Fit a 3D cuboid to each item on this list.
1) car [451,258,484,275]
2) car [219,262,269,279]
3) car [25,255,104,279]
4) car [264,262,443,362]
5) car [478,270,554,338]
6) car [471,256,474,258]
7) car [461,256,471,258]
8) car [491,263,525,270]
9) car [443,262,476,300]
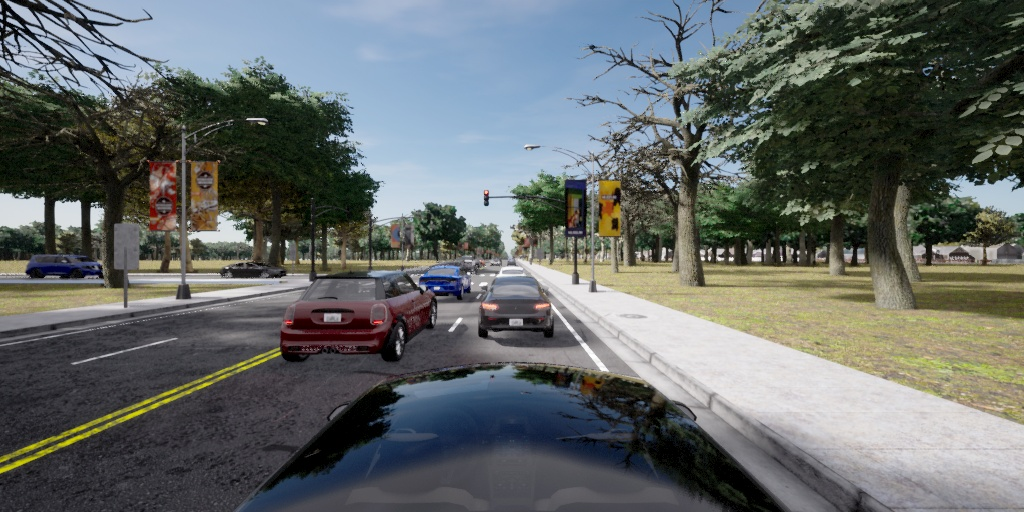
[{"bbox_3d":[-5.472,1.266,33.945,4.892,1.490,1.837,-1,2,-41],"label":"car"},{"bbox_3d":[-21.547,1.240,29.965,4.892,1.490,1.837,0,0,-1],"label":"car"},{"bbox_3d":[-36.841,0.937,29.946,5.566,2.045,2.150,0,0,0],"label":"car"},{"bbox_3d":[-3.157,1.102,8.410,2.097,1.767,4.553,0,0,0],"label":"car"},{"bbox_3d":[0.091,1.276,10.111,1.812,1.442,4.674,0,0,0],"label":"car"},{"bbox_3d":[-6.656,0.992,53.130,2.150,2.045,5.566,0,0,0],"label":"car"},{"bbox_3d":[-6.647,1.115,43.573,2.097,1.767,4.553,0,0,0],"label":"car"},{"bbox_3d":[0.044,1.278,19.214,1.812,1.442,4.674,0,0,0],"label":"car"},{"bbox_3d":[-3.169,1.230,17.737,1.882,1.535,5.008,0,0,1],"label":"car"}]
